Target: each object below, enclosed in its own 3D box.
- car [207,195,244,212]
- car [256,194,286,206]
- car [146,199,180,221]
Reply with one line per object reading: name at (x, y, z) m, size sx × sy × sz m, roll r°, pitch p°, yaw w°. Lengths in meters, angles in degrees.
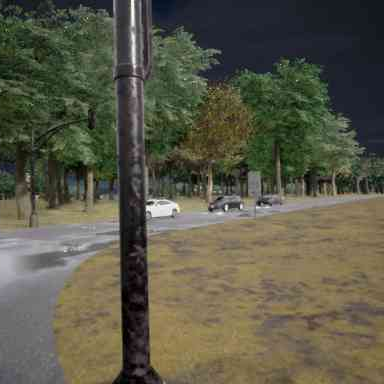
car at (3.350, 1.089, 32.543) m, size 1.837 × 1.490 × 4.892 m, roll -3°, pitch -1°, yaw 37°
car at (9.763, 0.972, 40.953) m, size 2.033 × 1.411 × 5.357 m, roll -3°, pitch -1°, yaw 37°
car at (-2.785, 1.271, 24.476) m, size 1.812 × 1.442 × 4.674 m, roll -3°, pitch -1°, yaw 37°
